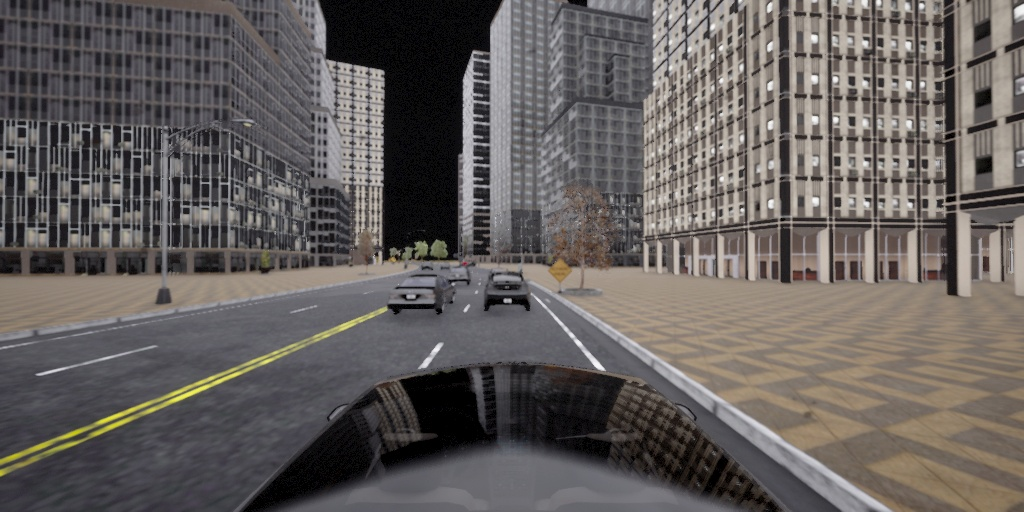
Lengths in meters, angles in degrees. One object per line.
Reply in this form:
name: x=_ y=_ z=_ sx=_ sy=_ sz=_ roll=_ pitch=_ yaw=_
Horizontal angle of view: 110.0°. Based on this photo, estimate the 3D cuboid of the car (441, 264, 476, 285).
car: x=-4.286 y=1.588 z=29.561 sx=2.033 sy=1.411 sz=5.357 roll=0 pitch=-1 yaw=-4

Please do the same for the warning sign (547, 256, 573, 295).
warning sign: x=2.483 y=1.042 z=18.562 sx=1.300 sy=1.860 sz=1.060 roll=0 pitch=0 yaw=-3

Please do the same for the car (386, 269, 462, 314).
car: x=-3.452 y=1.432 z=14.524 sx=2.033 sy=1.411 sz=5.357 roll=0 pitch=-1 yaw=-2

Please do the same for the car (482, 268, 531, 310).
car: x=-0.238 y=1.403 z=15.602 sx=1.837 sy=1.490 sz=4.892 roll=0 pitch=0 yaw=-2
